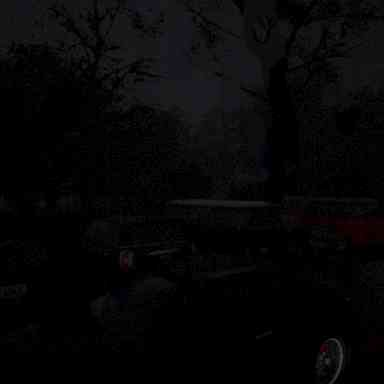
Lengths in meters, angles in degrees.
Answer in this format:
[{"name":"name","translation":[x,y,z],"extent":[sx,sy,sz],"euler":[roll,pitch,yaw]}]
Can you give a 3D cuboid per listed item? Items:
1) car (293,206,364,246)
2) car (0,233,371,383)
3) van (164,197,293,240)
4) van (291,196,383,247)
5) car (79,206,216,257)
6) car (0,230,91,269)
[{"name":"car","translation":[2.927,1.427,11.683],"extent":[2.231,1.521,4.892],"euler":[0,0,-35]},{"name":"car","translation":[-0.047,1.514,3.653],"extent":[4.674,1.442,1.812],"euler":[-1,1,-36]},{"name":"van","translation":[0.561,1.217,10.133],"extent":[1.878,1.987,4.442],"euler":[0,0,-35]},{"name":"van","translation":[5.163,1.183,13.412],"extent":[1.878,1.987,4.442],"euler":[0,0,-35]},{"name":"car","translation":[-1.751,1.334,8.301],"extent":[2.185,1.767,4.553],"euler":[0,0,-35]},{"name":"car","translation":[-3.983,1.505,6.787],"extent":[2.163,1.488,4.792],"euler":[-1,0,-36]}]
